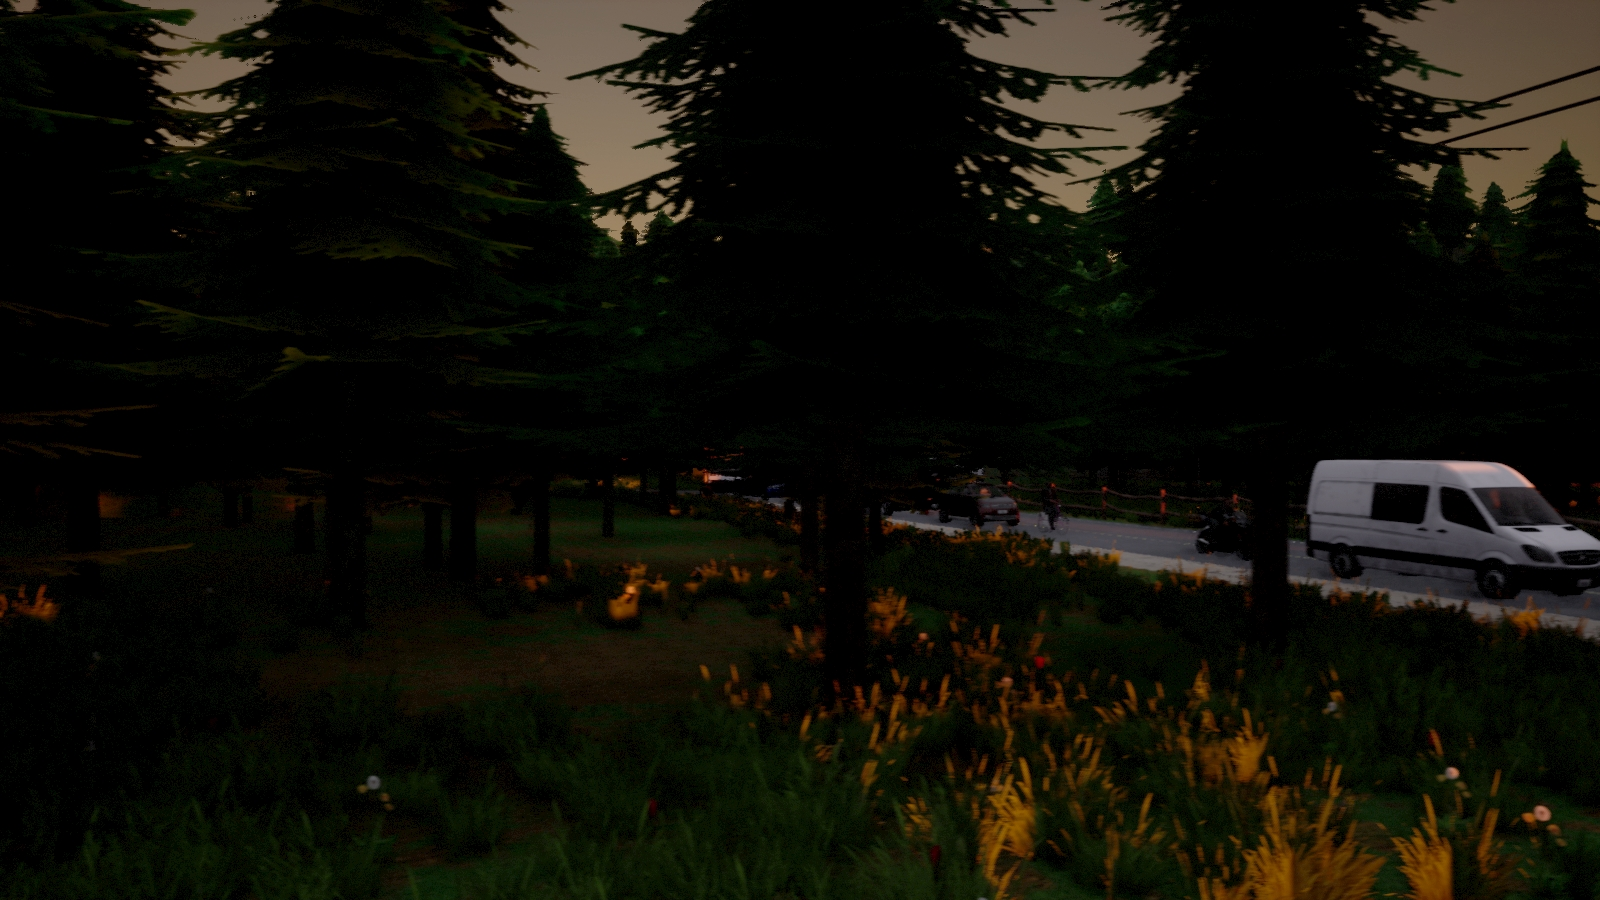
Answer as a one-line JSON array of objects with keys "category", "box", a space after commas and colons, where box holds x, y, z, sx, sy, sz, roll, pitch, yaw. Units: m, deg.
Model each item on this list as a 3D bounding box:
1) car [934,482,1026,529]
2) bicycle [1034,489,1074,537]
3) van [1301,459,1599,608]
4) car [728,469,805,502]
[{"category": "car", "box": [6.597, 2.001, 42.260, 1.789, 1.549, 3.705, 0, 0, -19]}, {"category": "bicycle", "box": [8.304, 2.035, 37.411, 0.329, 1.471, 1.835, 0, 0, -19]}, {"category": "van", "box": [13.150, 1.500, 23.247, 1.988, 2.561, 5.915, 0, 0, -18]}, {"category": "car", "box": [-1.927, 1.943, 64.049, 2.242, 1.667, 4.611, 0, 0, -33]}]
